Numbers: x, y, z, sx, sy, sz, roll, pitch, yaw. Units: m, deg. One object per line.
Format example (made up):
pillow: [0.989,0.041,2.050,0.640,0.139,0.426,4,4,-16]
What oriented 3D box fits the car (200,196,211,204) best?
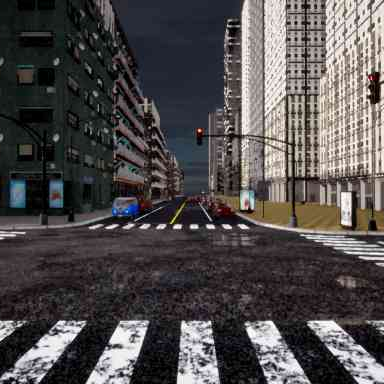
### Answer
car: [2.726,1.592,67.100,2.008,1.369,4.403,0,0,0]

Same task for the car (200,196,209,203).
car: [2.728,1.592,72.627,1.887,1.381,4.507,0,0,0]

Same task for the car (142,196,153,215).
car: [-5.667,1.329,33.939,2.192,1.841,5.009,0,0,0]

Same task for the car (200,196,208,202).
car: [2.730,1.636,78.155,1.802,1.307,4.206,0,0,0]

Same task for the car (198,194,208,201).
car: [2.734,1.376,83.683,2.192,1.841,5.009,0,0,0]

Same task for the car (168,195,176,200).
car: [-5.643,1.643,94.742,1.947,1.339,4.313,0,0,0]

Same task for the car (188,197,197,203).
car: [0.129,1.645,69.709,1.895,1.301,4.718,0,0,0]

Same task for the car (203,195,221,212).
car: [2.715,1.457,39.462,1.967,1.590,4.097,0,0,0]

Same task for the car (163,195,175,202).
car: [-5.649,1.494,78.159,1.967,1.590,4.097,0,0,0]

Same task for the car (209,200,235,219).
car: [2.709,1.592,28.406,1.802,1.307,4.206,0,0,0]

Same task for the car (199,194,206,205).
car: [2.722,1.470,56.044,1.967,1.590,4.097,0,0,0]

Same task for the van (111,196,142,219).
van: [-5.670,1.352,28.411,1.690,1.788,3.998,0,0,0]

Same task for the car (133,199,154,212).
car: [-5.667,1.562,39.467,1.887,1.381,4.507,0,0,0]
